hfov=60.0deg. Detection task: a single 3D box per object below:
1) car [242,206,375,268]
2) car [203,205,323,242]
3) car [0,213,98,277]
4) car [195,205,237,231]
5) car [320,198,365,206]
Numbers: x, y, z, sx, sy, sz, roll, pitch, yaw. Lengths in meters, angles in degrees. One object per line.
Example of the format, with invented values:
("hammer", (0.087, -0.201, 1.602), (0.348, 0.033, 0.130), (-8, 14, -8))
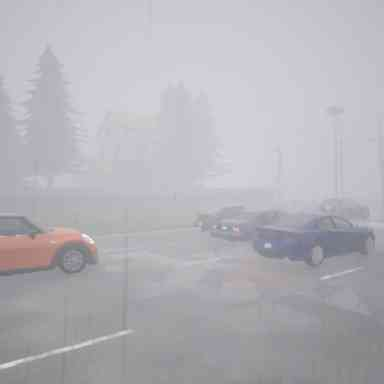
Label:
("car", (4.233, 1.421, 11.209), (5.008, 1.535, 1.882), (0, 0, -36))
("car", (3.331, 1.482, 14.850), (5.357, 1.411, 2.033), (0, 0, -36))
("car", (-4.936, 1.348, 8.983), (4.553, 1.767, 2.097), (-1, 0, -34))
("car", (2.282, 1.453, 18.442), (4.674, 1.442, 1.812), (-1, 0, -36))
("car", (11.443, 1.214, 25.111), (4.553, 1.767, 2.097), (0, 0, -36))
